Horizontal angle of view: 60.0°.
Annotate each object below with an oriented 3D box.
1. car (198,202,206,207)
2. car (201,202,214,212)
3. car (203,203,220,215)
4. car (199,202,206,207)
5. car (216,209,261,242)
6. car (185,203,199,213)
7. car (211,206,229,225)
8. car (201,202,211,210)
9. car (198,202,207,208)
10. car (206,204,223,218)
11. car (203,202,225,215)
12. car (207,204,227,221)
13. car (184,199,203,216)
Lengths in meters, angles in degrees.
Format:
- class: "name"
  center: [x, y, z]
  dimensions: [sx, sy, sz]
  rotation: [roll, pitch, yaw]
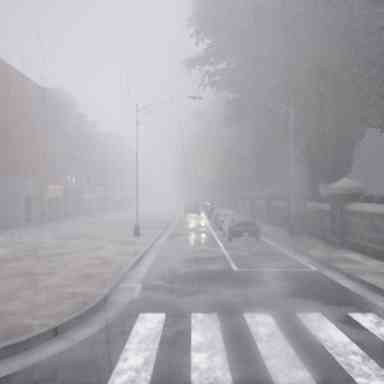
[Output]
- class: "car"
  center: [2.669, 3.407, 90.783]
  dimensions: [2.008, 1.369, 4.403]
  rotation: [-1, -1, 0]
- class: "car"
  center: [2.632, 2.514, 56.408]
  dimensions: [1.967, 1.590, 4.097]
  rotation: [-1, -1, 0]
- class: "car"
  center: [2.630, 2.286, 45.510]
  dimensions: [1.967, 1.590, 4.097]
  rotation: [-1, -1, 0]
- class: "car"
  center: [2.693, 3.335, 88.810]
  dimensions: [1.752, 1.417, 4.829]
  rotation: [-1, -1, 0]
- class: "car"
  center: [2.627, 1.870, 18.261]
  dimensions: [2.008, 1.369, 4.403]
  rotation: [-1, -1, 0]
- class: "car"
  center: [0.011, 2.562, 53.234]
  dimensions: [2.033, 1.411, 5.357]
  rotation: [0, -1, 0]
- class: "car"
  center: [2.628, 1.947, 23.880]
  dimensions: [1.752, 1.417, 4.829]
  rotation: [-1, -1, 0]
- class: "car"
  center: [2.765, 2.807, 68.098]
  dimensions: [1.882, 1.535, 5.008]
  rotation: [0, -1, 0]
- class: "car"
  center: [2.640, 3.238, 83.650]
  dimensions: [2.008, 1.369, 4.403]
  rotation: [-1, -1, 0]
- class: "car"
  center: [2.631, 2.265, 40.228]
  dimensions: [1.752, 1.417, 4.829]
  rotation: [-1, -1, 0]
- class: "car"
  center: [2.625, 1.943, 34.613]
  dimensions: [2.192, 1.841, 5.009]
  rotation: [-1, -1, 0]
- class: "car"
  center: [2.629, 2.072, 29.160]
  dimensions: [2.008, 1.369, 4.403]
  rotation: [-1, -1, 0]
- class: "car"
  center: [0.060, 2.159, 43.216]
  dimensions: [2.097, 1.767, 4.553]
  rotation: [0, -1, 0]
